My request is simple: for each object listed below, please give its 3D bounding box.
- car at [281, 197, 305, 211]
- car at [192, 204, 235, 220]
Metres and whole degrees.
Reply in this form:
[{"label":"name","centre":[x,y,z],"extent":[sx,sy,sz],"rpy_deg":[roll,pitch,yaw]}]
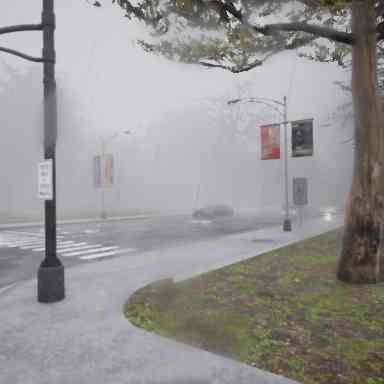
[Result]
[{"label":"car","centre":[15.495,1.760,50.587],"extent":[2.150,2.045,5.566],"rpy_deg":[-1,-2,36]},{"label":"car","centre":[2.220,1.876,32.444],"extent":[2.033,1.411,5.357],"rpy_deg":[-1,-1,36]}]
